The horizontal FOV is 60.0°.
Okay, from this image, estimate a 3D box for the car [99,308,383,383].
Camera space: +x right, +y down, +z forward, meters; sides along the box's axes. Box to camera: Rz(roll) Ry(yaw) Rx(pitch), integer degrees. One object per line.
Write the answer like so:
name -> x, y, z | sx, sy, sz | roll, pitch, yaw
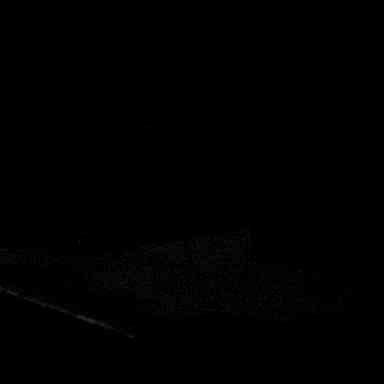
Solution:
car -> 1.242, 1.544, 2.192 | 4.507, 1.381, 1.887 | 0, 0, 35
